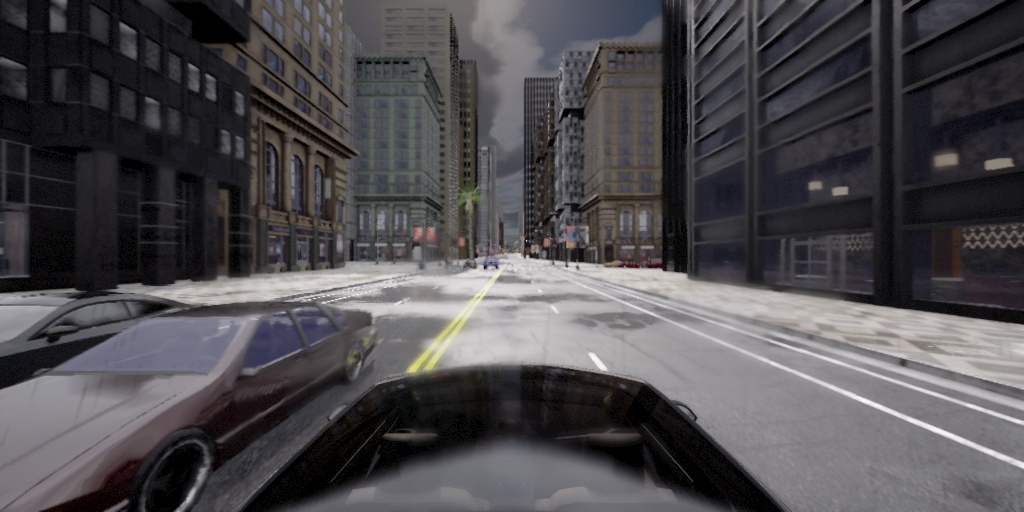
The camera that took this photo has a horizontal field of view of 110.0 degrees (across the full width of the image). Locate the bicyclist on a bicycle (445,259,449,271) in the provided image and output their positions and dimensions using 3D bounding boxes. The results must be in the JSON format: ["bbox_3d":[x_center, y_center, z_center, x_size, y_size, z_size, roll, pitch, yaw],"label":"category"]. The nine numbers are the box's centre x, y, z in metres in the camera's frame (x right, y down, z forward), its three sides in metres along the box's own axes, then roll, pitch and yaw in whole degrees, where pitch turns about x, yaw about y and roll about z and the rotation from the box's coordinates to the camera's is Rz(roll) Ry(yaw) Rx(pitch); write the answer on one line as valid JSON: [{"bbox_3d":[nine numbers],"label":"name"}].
[{"bbox_3d":[-8.916,1.238,48.978,0.582,1.620,1.656,1,0,0],"label":"bicyclist on a bicycle"}]

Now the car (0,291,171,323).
[{"bbox_3d":[-6.600,1.282,5.102,1.812,1.442,4.674,0,0,0],"label":"car"}]

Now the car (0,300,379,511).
[{"bbox_3d":[-3.348,1.302,4.301,2.033,1.411,5.357,0,0,0],"label":"car"}]

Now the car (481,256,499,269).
[{"bbox_3d":[-3.257,0.993,56.415,2.150,2.045,5.566,0,0,0],"label":"car"}]

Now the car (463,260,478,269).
[{"bbox_3d":[-6.507,1.350,56.283,1.994,1.385,4.181,0,0,0],"label":"car"}]
